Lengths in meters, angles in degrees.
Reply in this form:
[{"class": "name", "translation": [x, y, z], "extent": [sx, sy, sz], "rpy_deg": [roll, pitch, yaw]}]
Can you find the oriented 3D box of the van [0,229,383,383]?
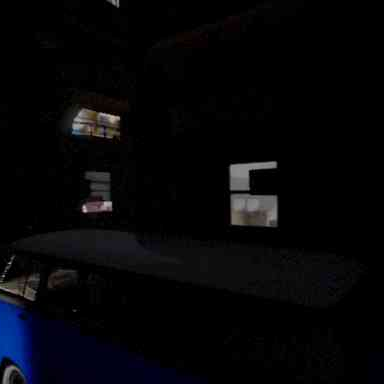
[{"class": "van", "translation": [-0.370, 1.337, 3.155], "extent": [3.998, 1.788, 1.690], "rpy_deg": [0, -1, 36]}]
